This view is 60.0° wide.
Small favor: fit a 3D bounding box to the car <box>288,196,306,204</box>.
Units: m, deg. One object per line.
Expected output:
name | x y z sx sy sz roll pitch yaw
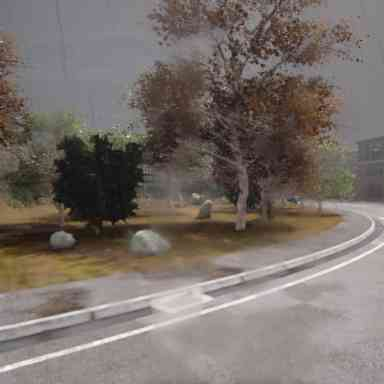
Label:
car | 20.095 1.463 63.862 1.994 1.385 4.181 -2 0 -8
